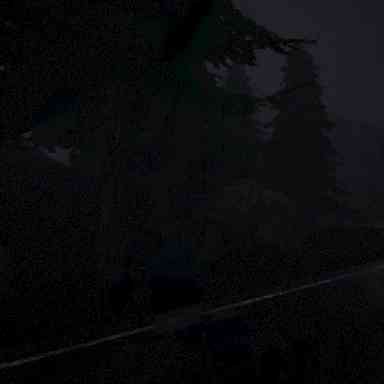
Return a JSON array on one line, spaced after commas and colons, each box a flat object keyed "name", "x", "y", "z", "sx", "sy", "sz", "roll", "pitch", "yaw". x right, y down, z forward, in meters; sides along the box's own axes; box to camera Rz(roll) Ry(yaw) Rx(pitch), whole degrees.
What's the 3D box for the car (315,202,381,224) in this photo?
[{"name": "car", "x": 11.408, "y": 1.511, "z": 24.655, "sx": 1.812, "sy": 1.442, "sz": 4.674, "roll": 0, "pitch": 0, "yaw": -35}]
